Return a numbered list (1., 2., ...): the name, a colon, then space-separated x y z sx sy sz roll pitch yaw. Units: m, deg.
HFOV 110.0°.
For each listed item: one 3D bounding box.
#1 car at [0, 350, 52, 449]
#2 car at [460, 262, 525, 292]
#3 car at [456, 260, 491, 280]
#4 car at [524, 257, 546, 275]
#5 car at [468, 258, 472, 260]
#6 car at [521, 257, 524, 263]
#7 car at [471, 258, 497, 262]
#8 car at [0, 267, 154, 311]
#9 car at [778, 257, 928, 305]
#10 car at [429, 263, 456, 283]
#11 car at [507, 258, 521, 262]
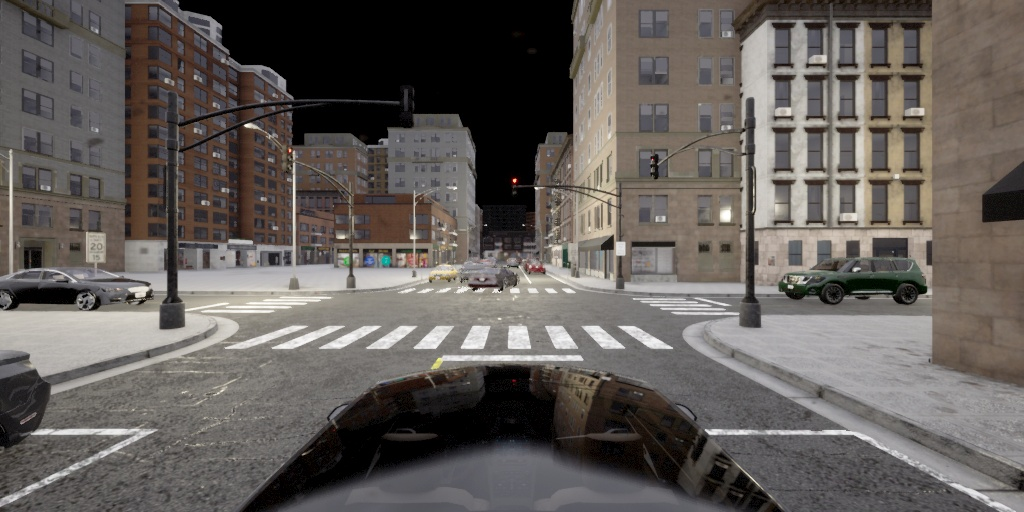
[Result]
1. car: -5.388 1.300 1.633 2.007 1.370 4.403 0 0 0
2. car: -0.980 1.297 21.512 2.033 1.411 5.357 0 0 14
3. car: -2.820 1.255 27.210 1.837 1.490 4.892 0 0 -1
4. car: 2.648 1.191 39.799 1.967 1.591 4.097 0 0 0
5. car: -5.375 1.302 45.464 2.007 1.370 4.403 0 0 0
6. car: 2.650 1.066 45.461 2.192 1.841 5.009 0 0 0
7. car: -2.841 1.229 37.527 1.882 1.535 5.008 0 0 0
8. car: -16.223 1.167 13.290 4.902 1.511 2.128 0 0 0
9. car: 15.348 1.056 16.285 5.566 2.045 2.150 0 0 -2
10. car: -5.380 1.276 28.308 1.751 1.417 4.829 0 0 0
11. car: 0.110 1.317 58.529 1.994 1.385 4.181 0 0 1
